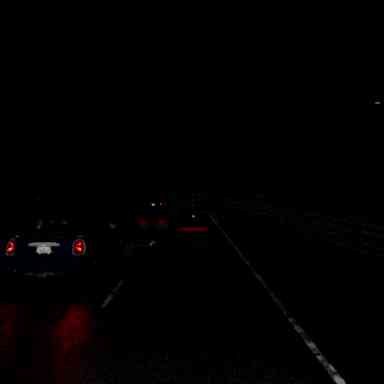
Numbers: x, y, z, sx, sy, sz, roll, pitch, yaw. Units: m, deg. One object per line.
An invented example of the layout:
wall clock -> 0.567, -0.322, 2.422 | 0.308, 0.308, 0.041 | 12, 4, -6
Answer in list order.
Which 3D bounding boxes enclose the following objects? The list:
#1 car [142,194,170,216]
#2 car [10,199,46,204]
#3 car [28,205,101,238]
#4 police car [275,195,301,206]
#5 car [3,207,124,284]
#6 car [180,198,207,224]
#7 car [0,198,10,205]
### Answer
car -> -3.414, 1.199, 31.954 | 2.150, 2.045, 5.566 | 0, 0, 0
car -> -17.600, 1.518, 37.127 | 2.033, 1.411, 5.357 | 0, 0, 0
car -> -6.901, 1.538, 18.753 | 2.033, 1.411, 5.357 | 0, 0, 0
police car -> 14.762, 1.246, 51.793 | 1.930, 1.638, 5.238 | 0, -1, -18
car -> -3.401, 1.348, 9.761 | 2.097, 1.767, 4.553 | 0, 0, 0
car -> 0.097, 1.463, 24.785 | 1.882, 1.535, 5.008 | 0, 0, 0
car -> -21.095, 1.448, 37.105 | 1.882, 1.535, 5.008 | 0, 0, 0
